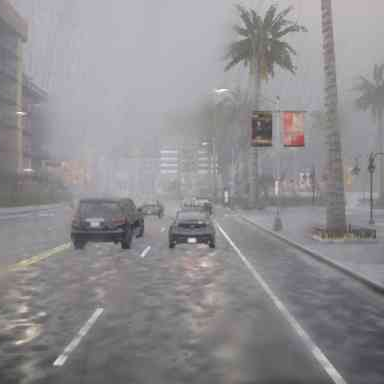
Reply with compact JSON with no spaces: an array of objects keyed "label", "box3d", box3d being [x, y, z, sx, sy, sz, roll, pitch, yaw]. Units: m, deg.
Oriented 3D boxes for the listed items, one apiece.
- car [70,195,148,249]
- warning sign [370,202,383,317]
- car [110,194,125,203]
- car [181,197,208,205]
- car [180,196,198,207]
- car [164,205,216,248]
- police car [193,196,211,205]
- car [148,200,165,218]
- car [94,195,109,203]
[{"label":"car","box3d":[-3.500,1.258,14.680,2.150,2.045,5.566,0,0,0]},{"label":"warning sign","box3d":[3.800,1.114,5.361,1.300,1.860,1.060,0,0,0]},{"label":"car","box3d":[-15.920,1.332,71.064,2.097,1.767,4.553,0,0,-28]},{"label":"car","box3d":[0.000,1.495,29.650,2.128,1.511,4.902,0,0,0]},{"label":"car","box3d":[-0.553,1.455,52.708,1.801,1.575,5.366,0,0,-12]},{"label":"car","box3d":[0.000,1.517,14.650,1.837,1.490,4.892,0,0,0]},{"label":"police car","box3d":[1.050,1.425,35.471,1.930,1.638,5.238,0,0,0]},{"label":"car","box3d":[-3.500,1.495,29.650,2.128,1.511,4.902,0,0,0]},{"label":"car","box3d":[-18.874,1.482,69.180,1.837,1.490,4.892,0,0,-28]}]
